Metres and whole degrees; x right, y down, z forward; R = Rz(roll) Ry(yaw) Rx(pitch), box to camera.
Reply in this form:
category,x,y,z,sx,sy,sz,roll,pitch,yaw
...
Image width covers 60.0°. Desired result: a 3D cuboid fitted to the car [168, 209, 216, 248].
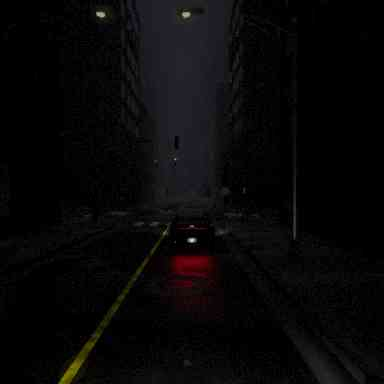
category,x,y,z,sx,sy,sz,roll,pitch,yaw
car,0.000,1.522,14.651,1.837,1.490,4.892,0,0,0
